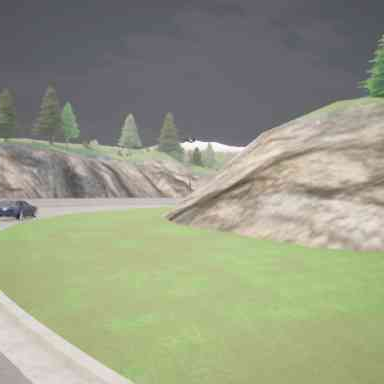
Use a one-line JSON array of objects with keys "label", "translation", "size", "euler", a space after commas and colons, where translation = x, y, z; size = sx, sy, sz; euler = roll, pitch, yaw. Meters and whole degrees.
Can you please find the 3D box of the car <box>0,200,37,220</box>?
[{"label": "car", "translation": [-15.483, 1.472, 29.477], "size": [2.097, 1.767, 4.553], "euler": [0, 0, -4]}]
